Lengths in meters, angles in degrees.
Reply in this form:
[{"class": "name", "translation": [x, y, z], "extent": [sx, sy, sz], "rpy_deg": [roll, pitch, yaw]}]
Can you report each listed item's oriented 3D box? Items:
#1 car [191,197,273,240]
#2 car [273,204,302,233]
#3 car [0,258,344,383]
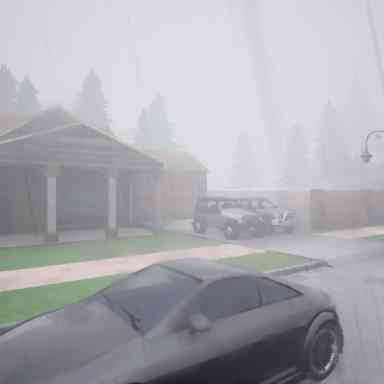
[{"class": "car", "translation": [1.614, 1.176, 15.984], "extent": [1.905, 1.878, 3.866], "rpy_deg": [0, 0, -36]}, {"class": "car", "translation": [3.434, 1.174, 17.762], "extent": [1.932, 1.855, 4.605], "rpy_deg": [0, 0, -36]}, {"class": "car", "translation": [-0.099, 1.564, 3.915], "extent": [4.181, 1.385, 1.994], "rpy_deg": [0, 0, -35]}]
